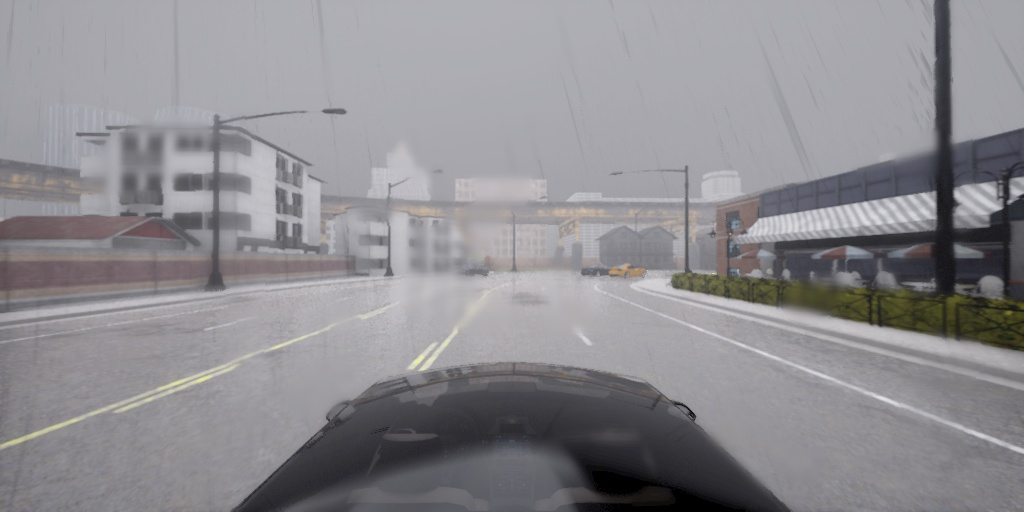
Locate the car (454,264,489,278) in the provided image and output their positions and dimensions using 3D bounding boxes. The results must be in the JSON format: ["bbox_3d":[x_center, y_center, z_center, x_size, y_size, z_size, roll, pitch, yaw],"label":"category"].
[{"bbox_3d":[-4.580,1.679,40.891,2.128,1.511,4.902,0,-1,32],"label":"car"}]

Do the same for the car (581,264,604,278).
[{"bbox_3d":[10.192,1.671,41.698,5.008,1.535,1.882,0,-1,-38],"label":"car"}]

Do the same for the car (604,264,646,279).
[{"bbox_3d":[12.669,1.642,39.128,5.008,1.535,1.882,0,-1,-37],"label":"car"}]
